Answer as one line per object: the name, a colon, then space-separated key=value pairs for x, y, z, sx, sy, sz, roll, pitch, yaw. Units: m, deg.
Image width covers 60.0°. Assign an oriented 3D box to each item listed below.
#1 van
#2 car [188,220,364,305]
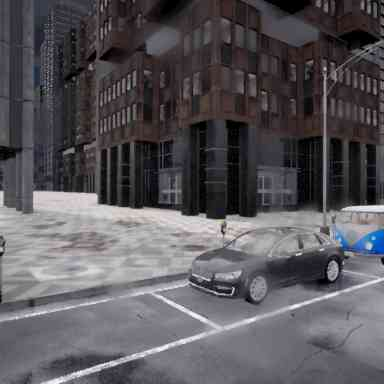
van: x=6.445 y=1.342 z=11.218 sx=3.998 sy=1.788 sz=1.690 roll=0 pitch=0 yaw=-35
car: x=1.939 y=1.551 z=8.020 sx=4.403 sy=1.369 sz=2.008 roll=0 pitch=0 yaw=-35
